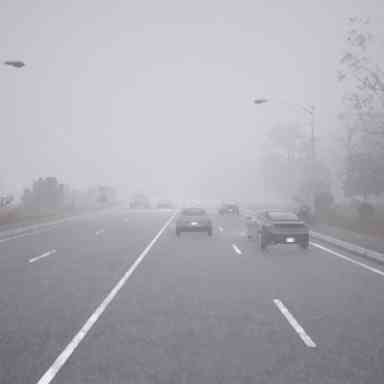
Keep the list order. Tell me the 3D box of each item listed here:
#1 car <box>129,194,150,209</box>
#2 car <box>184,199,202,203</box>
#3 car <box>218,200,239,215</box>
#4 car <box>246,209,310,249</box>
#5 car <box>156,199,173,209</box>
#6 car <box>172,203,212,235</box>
[{"bbox_3d":[-7.076,1.232,45.498,2.150,2.045,5.566,0,0,0],"label":"car"},{"bbox_3d":[0.124,1.532,36.501,1.812,1.442,4.674,0,0,0],"label":"car"},{"bbox_3d":[3.608,1.531,33.277,1.812,1.442,4.674,0,0,0],"label":"car"},{"bbox_3d":[3.603,1.507,14.597,1.837,1.490,4.892,0,0,0],"label":"car"},{"bbox_3d":[-3.583,1.572,44.416,1.994,1.385,4.181,0,0,0],"label":"car"},{"bbox_3d":[0.106,1.567,18.908,1.994,1.385,4.181,0,0,0],"label":"car"}]
